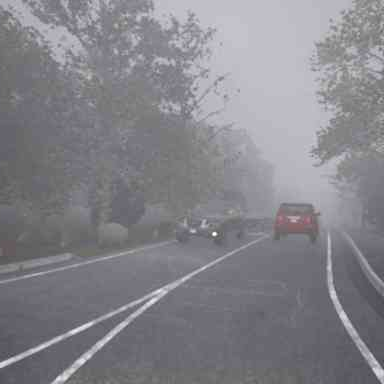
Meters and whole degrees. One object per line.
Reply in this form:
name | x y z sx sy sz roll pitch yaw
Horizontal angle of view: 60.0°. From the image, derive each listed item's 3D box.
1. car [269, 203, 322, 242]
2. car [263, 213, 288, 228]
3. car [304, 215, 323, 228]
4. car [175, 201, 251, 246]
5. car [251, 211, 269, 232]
car | 6.160 1.687 19.296 2.150 2.045 5.566 1 -3 22
car | 9.248 3.142 36.542 1.837 1.490 4.892 1 -4 23
car | 16.246 3.951 44.231 2.128 1.511 4.902 1 -4 23
car | 1.137 1.453 16.839 2.150 2.045 5.566 1 -2 23
car | 5.252 2.301 26.829 1.882 1.535 5.008 1 -4 22
